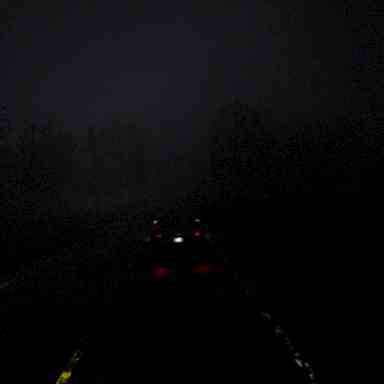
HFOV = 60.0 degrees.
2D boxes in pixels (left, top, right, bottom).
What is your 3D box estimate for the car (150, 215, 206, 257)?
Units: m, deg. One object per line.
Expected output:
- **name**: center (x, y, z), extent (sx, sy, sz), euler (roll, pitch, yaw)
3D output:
- **car**: center (-0.585, 1.584, 13.141), extent (1.994, 1.385, 4.181), euler (-2, 0, -4)
